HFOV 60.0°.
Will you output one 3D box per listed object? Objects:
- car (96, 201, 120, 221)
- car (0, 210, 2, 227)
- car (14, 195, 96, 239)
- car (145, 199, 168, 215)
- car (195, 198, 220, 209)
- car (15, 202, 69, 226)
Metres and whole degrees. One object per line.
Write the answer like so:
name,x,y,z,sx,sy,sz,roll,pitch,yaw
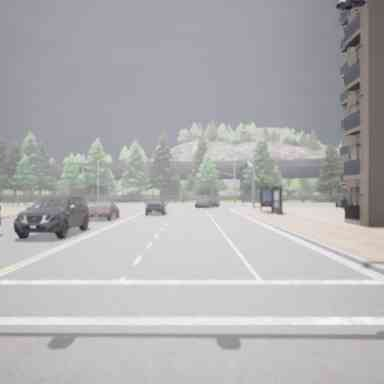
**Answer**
car,-7.159,1.507,27.235,1.812,1.442,4.674,0,0,0
car,-10.638,1.210,14.484,2.150,2.045,5.566,0,0,0
car,-7.146,1.209,17.706,2.150,2.045,5.566,0,0,0
car,-3.499,1.483,32.977,1.837,1.490,4.892,0,0,0
car,2.232,1.523,45.676,1.994,1.385,4.181,0,0,34
car,-10.658,1.508,24.088,1.812,1.442,4.674,0,0,0
